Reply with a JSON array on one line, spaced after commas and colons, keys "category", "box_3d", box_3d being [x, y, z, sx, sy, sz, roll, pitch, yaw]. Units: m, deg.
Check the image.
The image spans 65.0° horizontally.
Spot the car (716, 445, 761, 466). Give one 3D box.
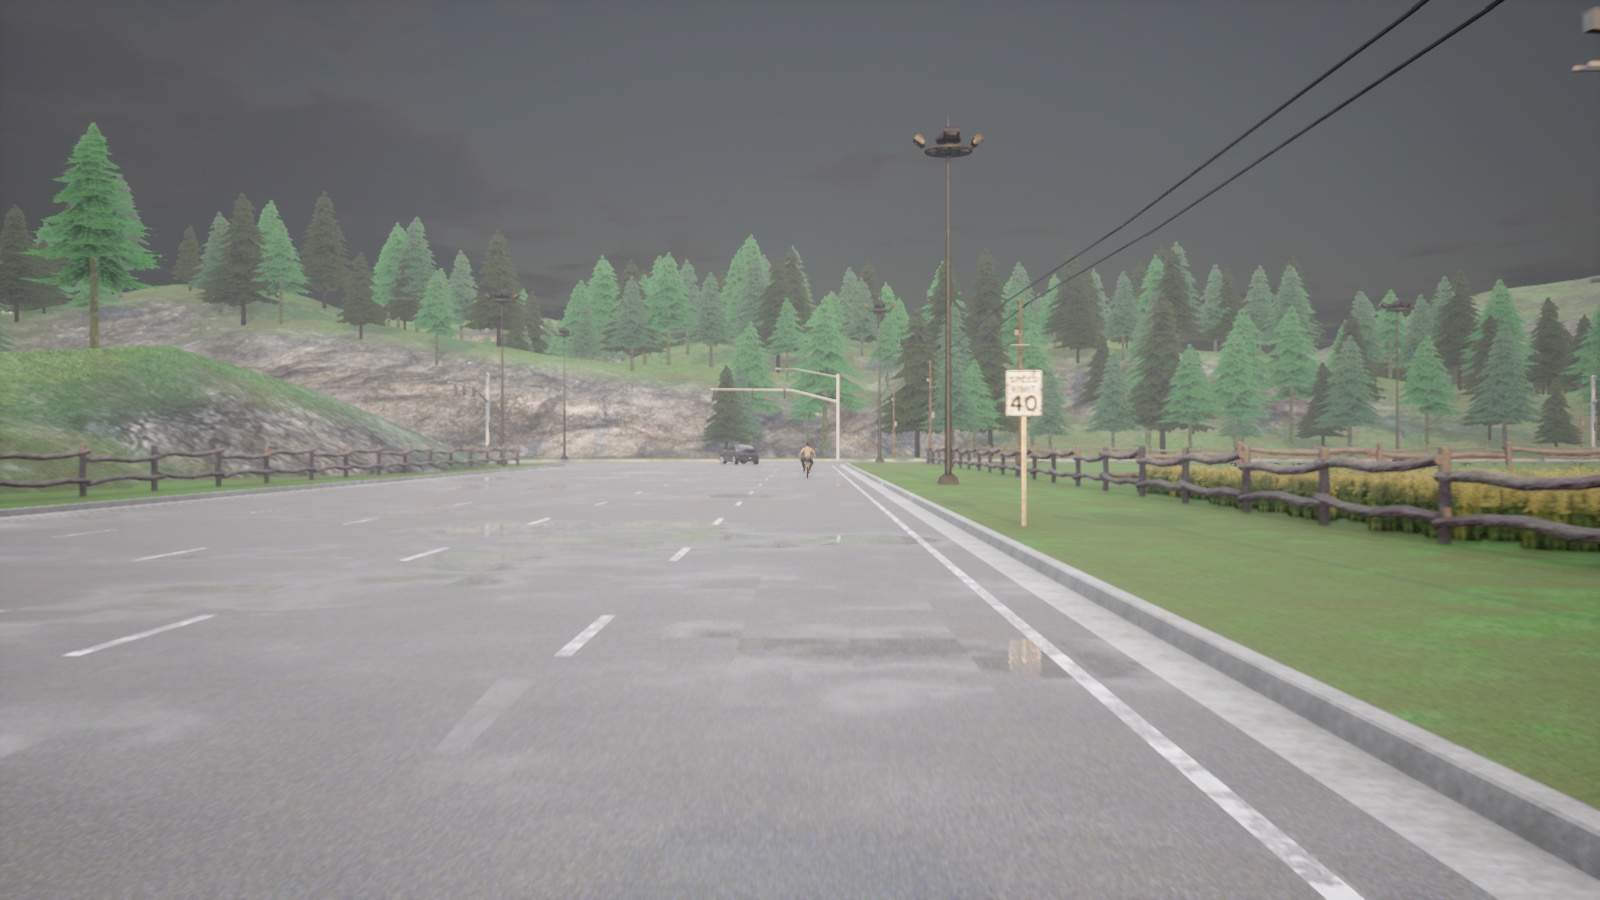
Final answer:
[{"category": "car", "box_3d": [-4.622, 0.384, 94.321, 1.837, 1.490, 4.892, 1, 0, -22]}]
